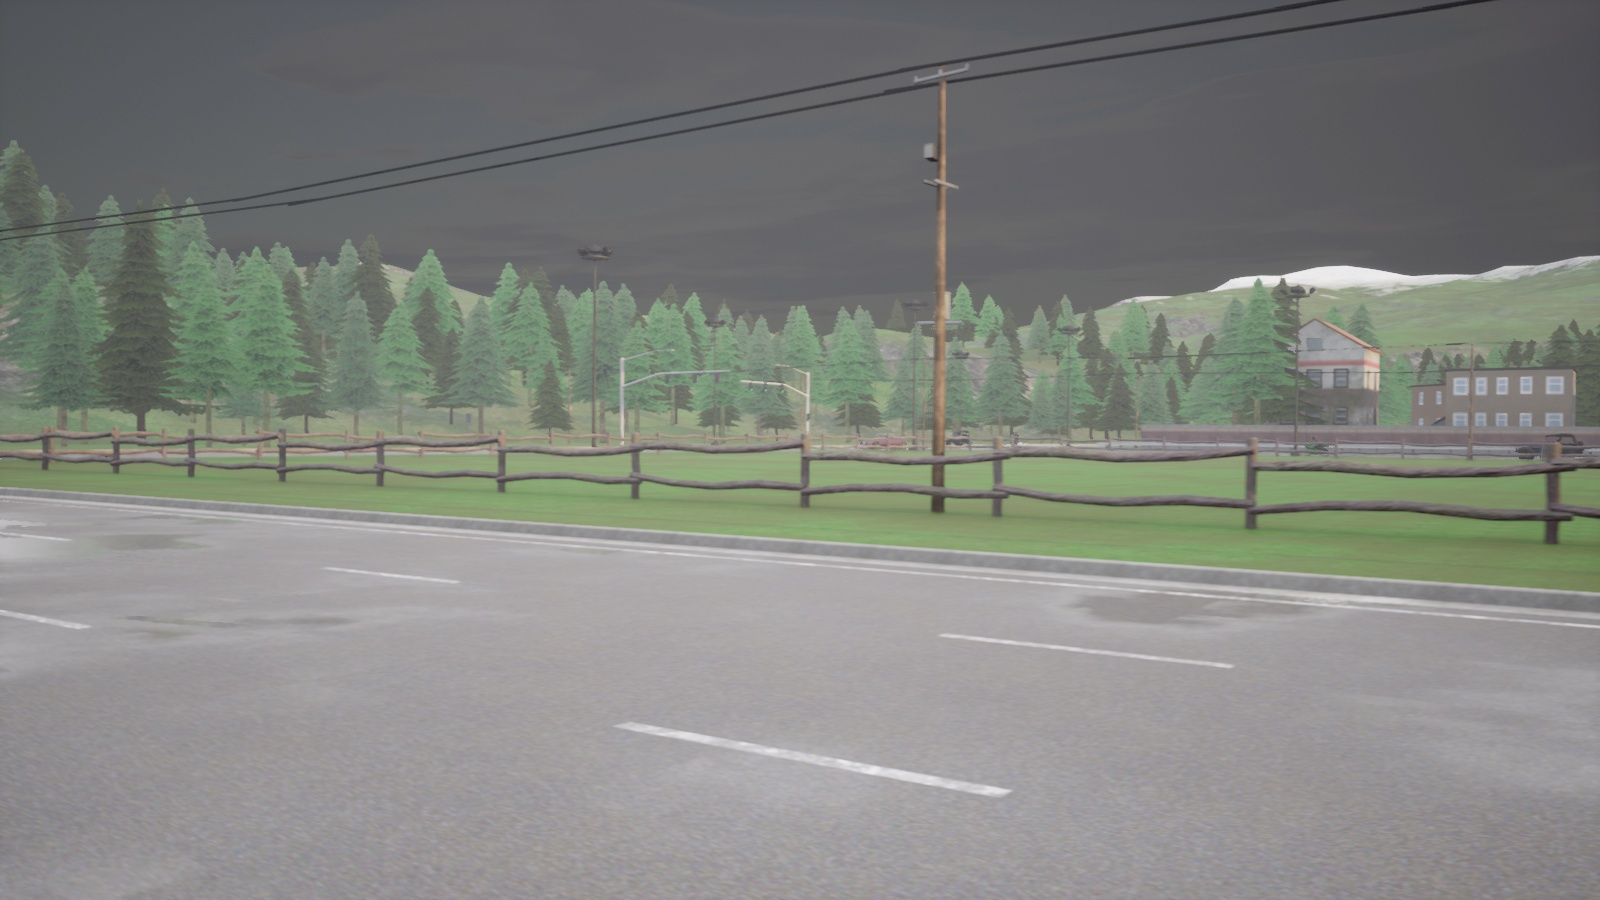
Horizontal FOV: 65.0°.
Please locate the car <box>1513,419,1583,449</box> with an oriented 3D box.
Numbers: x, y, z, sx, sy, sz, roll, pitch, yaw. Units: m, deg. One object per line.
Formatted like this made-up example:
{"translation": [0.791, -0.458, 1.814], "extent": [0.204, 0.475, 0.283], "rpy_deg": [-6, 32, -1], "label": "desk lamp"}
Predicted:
{"translation": [49.322, -1.050, 82.781], "extent": [3.866, 1.878, 1.905], "rpy_deg": [0, 1, 34], "label": "car"}
